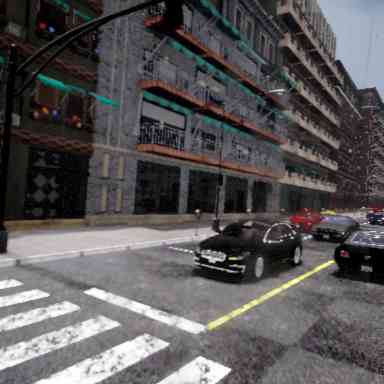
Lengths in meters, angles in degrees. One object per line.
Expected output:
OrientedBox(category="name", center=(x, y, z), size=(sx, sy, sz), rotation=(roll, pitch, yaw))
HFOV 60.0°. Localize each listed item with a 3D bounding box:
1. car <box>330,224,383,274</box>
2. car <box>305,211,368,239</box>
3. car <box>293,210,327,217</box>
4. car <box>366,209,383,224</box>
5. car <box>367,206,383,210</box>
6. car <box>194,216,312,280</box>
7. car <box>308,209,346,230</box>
OrientedBox(category="car", center=(6.376, 2.013, 11.402), size=(1.895, 1.301, 4.718), rotation=(4, 0, 36))
OrientedBox(category="car", center=(8.797, 2.115, 20.012), size=(2.033, 1.411, 5.357), rotation=(4, 0, 36))
OrientedBox(category="car", center=(8.257, 2.079, 23.662), size=(1.887, 1.381, 4.507), rotation=(4, 0, 36))
OrientedBox(category="car", center=(20.931, 2.913, 36.641), size=(1.994, 1.385, 4.181), rotation=(4, 0, 37))
OrientedBox(category="car", center=(28.192, 3.139, 51.151), size=(2.192, 1.841, 5.009), rotation=(4, 0, 36))
OrientedBox(category="car", center=(2.004, 1.640, 10.617), size=(1.837, 1.490, 4.892), rotation=(4, 0, 37))
OrientedBox(category="car", center=(11.478, 2.267, 28.105), size=(1.752, 1.417, 4.829), rotation=(4, 0, 36))
